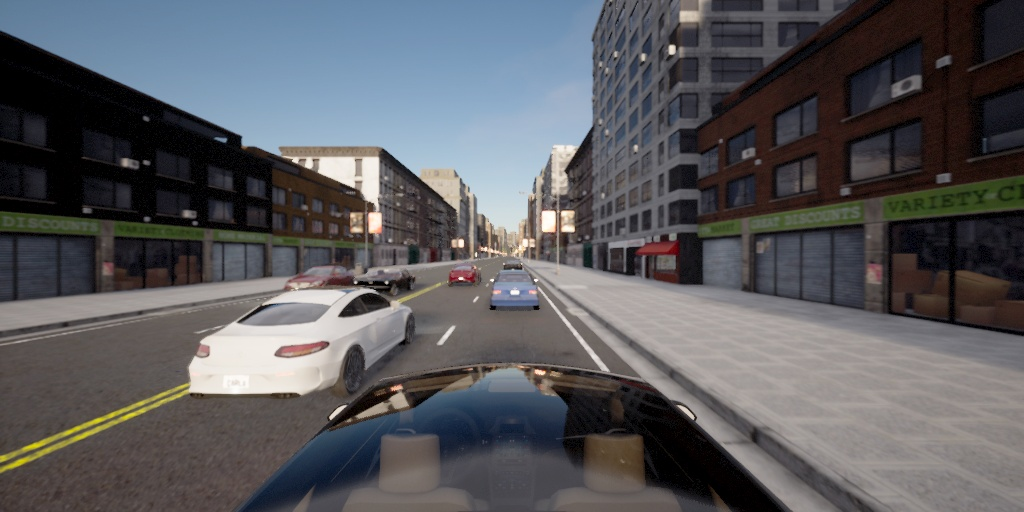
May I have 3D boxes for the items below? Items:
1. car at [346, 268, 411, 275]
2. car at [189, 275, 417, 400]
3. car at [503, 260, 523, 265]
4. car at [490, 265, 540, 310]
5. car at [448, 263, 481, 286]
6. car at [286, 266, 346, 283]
[{"bbox_3d":[-6.501,1.305,18.696,1.895,1.301,4.718,0,0,0],"label":"car"},{"bbox_3d":[-3.148,1.263,6.397,1.812,1.442,4.674,0,0,0],"label":"car"},{"bbox_3d":[0.103,1.136,37.014,1.882,1.535,5.008,0,0,0],"label":"car"},{"bbox_3d":[0.098,1.263,14.502,2.033,1.411,5.357,0,0,0],"label":"car"},{"bbox_3d":[-3.148,1.215,24.353,1.812,1.442,4.674,0,0,0],"label":"car"},{"bbox_3d":[-9.752,1.235,18.698,1.812,1.442,4.674,0,0,0],"label":"car"}]
